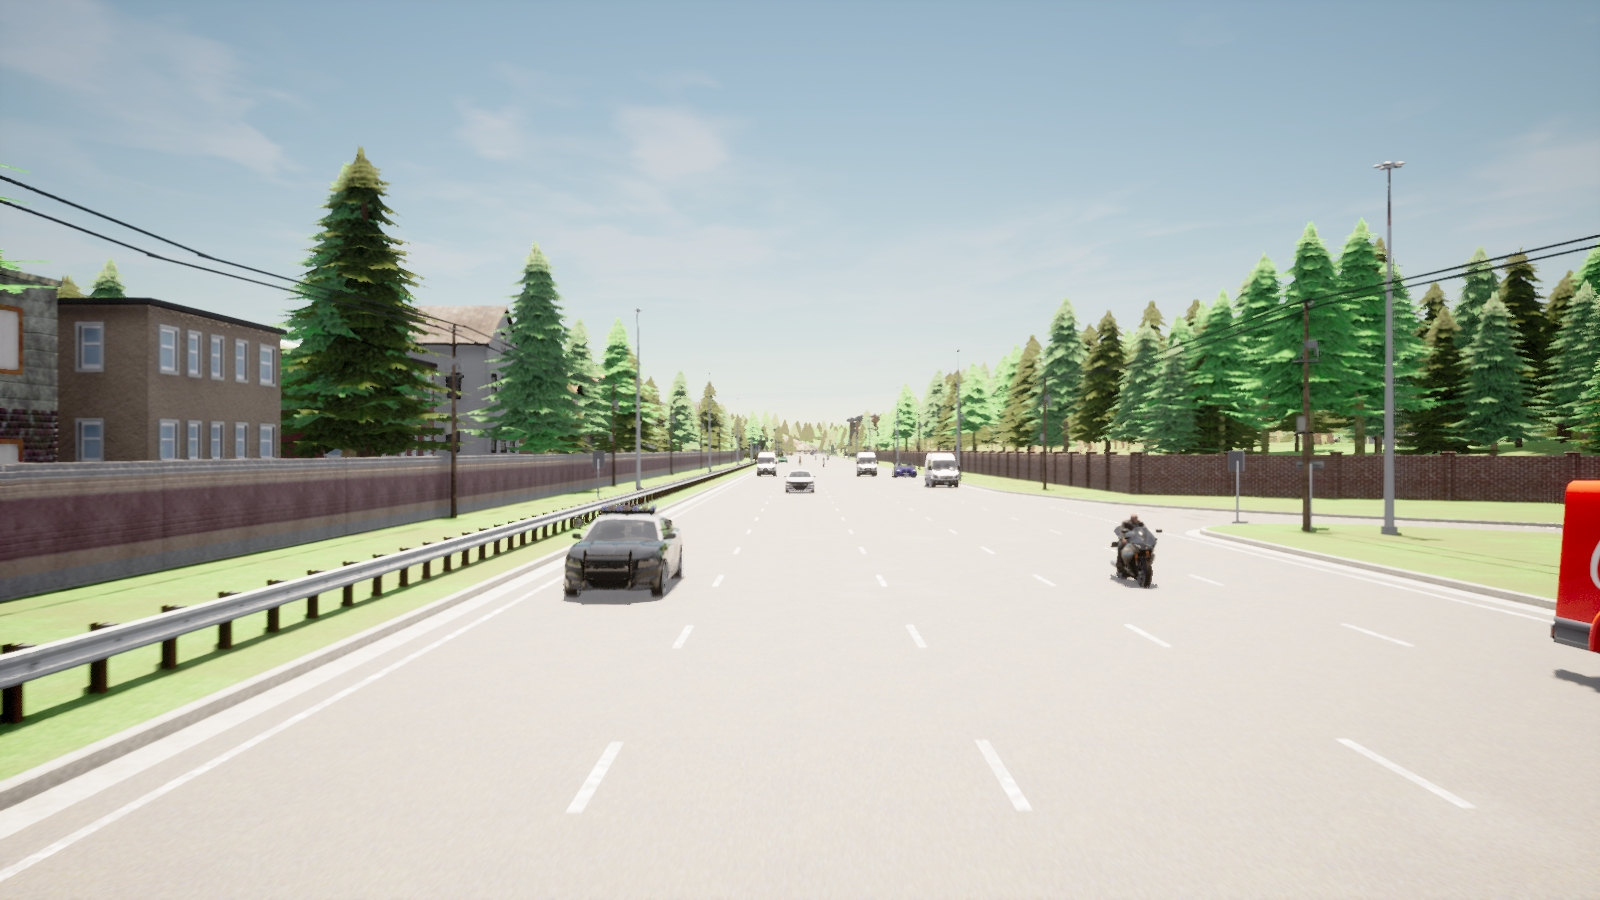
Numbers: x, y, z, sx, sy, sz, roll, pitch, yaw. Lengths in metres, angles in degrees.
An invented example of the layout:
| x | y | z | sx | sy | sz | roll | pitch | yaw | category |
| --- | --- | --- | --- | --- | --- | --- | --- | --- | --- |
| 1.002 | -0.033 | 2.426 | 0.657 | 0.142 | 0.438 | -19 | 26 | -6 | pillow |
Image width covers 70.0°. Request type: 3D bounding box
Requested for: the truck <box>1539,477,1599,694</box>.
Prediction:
| x | y | z | sx | sy | sz | roll | pitch | yaw | category |
| --- | --- | --- | --- | --- | --- | --- | --- | --- | --- |
| 10.500 | 1.568 | 11.603 | 2.627 | 2.467 | 5.204 | 0 | 0 | 0 | truck |

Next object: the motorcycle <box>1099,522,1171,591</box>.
| x | y | z | sx | sy | sz | roll | pitch | yaw | category |
| --- | --- | --- | --- | --- | --- | --- | --- | --- | --- |
| 6.999 | 2.205 | 23.989 | 0.867 | 1.251 | 2.209 | 0 | 0 | 0 | motorcycle |

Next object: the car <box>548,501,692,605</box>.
| x | y | z | sx | sy | sz | roll | pitch | yaw | category |
| --- | --- | --- | --- | --- | --- | --- | --- | --- | --- |
| -3.500 | 1.982 | 23.244 | 2.097 | 1.638 | 5.238 | 0 | 0 | 0 | car |

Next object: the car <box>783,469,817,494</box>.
| x | y | z | sx | sy | sz | roll | pitch | yaw | category |
| --- | --- | --- | --- | --- | --- | --- | --- | --- | --- |
| -0.002 | 2.034 | 74.821 | 2.097 | 1.535 | 5.006 | 0 | 0 | 0 | car |
